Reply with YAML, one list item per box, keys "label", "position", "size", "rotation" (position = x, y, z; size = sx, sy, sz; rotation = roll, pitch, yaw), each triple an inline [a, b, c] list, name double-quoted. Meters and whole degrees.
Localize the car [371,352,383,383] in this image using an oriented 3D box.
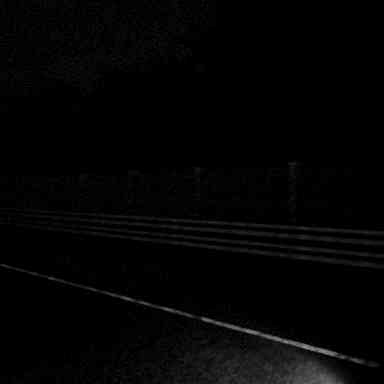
- label: "car"
  position: [3.689, 1.549, 1.350]
  size: [5.357, 1.411, 2.033]
  rotation: [0, 0, 36]
